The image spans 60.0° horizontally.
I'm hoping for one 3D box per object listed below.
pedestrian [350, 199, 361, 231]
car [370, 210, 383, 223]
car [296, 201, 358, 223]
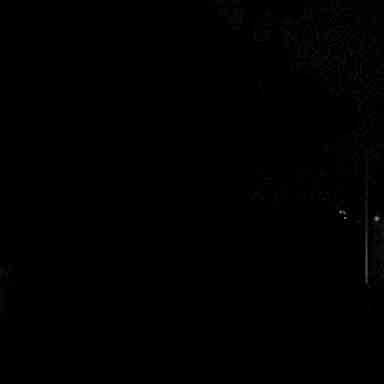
[{"bbox_3d":[8.989,1.240,18.265,0.375,1.860,0.375,0,0,-36],"label":"pedestrian"},{"bbox_3d":[15.568,1.684,24.911,1.994,1.385,4.181,0,-1,-35],"label":"car"},{"bbox_3d":[10.734,1.543,26.647,2.097,1.767,4.553,0,-1,-35],"label":"car"}]
